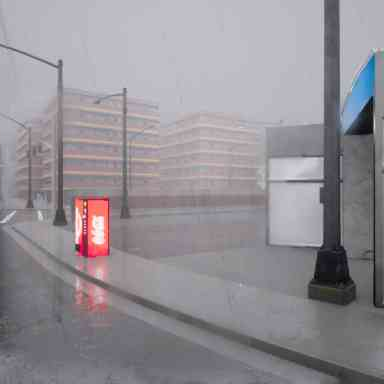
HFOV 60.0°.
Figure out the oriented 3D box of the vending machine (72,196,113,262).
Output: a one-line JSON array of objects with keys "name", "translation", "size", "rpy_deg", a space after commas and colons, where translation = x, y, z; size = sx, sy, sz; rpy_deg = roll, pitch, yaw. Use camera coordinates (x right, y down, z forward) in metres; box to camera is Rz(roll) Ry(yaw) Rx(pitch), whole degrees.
[{"name": "vending machine", "translation": [-3.375, 1.195, 11.275], "size": [1.100, 2.100, 0.880], "rpy_deg": [0, 0, -36]}]
